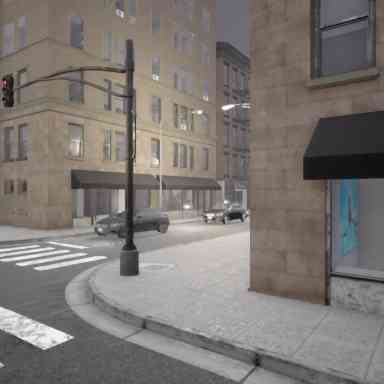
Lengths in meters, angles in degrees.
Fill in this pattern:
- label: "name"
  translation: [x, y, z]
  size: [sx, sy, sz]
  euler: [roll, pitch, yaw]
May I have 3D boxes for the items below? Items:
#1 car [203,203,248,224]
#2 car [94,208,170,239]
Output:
- label: "car"
  translation: [2.709, 1.640, 26.277]
  size: [2.128, 1.511, 4.902]
  euler: [0, 0, 35]
- label: "car"
  translation: [-3.089, 1.615, 18.114]
  size: [1.812, 1.442, 4.674]
  euler: [0, 0, 36]
